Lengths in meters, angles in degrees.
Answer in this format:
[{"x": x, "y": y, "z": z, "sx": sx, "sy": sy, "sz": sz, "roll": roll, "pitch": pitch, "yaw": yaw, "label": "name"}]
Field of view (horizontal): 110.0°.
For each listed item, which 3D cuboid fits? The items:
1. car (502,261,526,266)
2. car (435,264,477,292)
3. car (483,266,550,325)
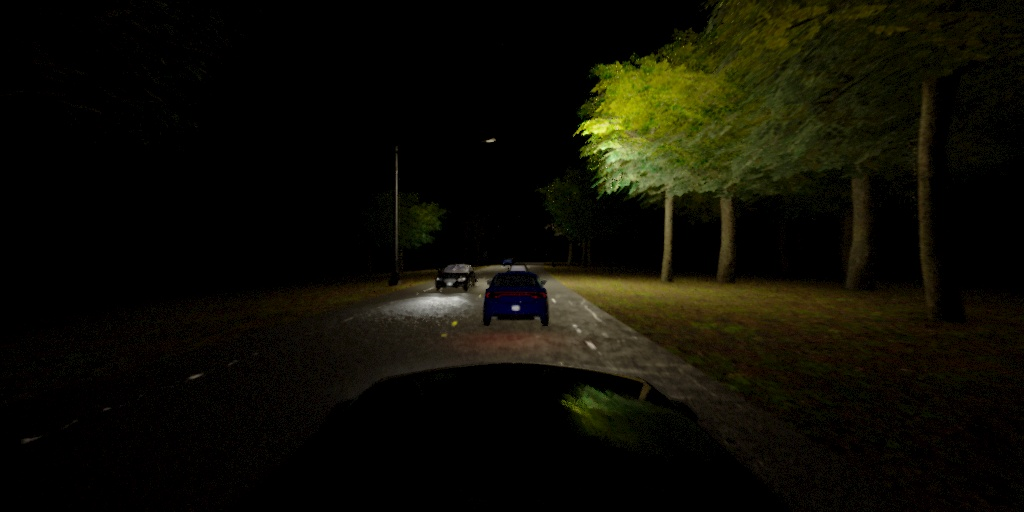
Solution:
[{"x": 0.504, "y": 1.326, "z": 28.216, "sx": 1.994, "sy": 1.385, "sz": 4.181, "roll": 0, "pitch": 0, "yaw": 2, "label": "car"}, {"x": -3.260, "y": 1.248, "z": 21.609, "sx": 2.128, "sy": 1.511, "sz": 4.902, "roll": 0, "pitch": 0, "yaw": 2, "label": "car"}, {"x": 0.146, "y": 1.232, "z": 11.863, "sx": 1.882, "sy": 1.535, "sz": 5.008, "roll": 0, "pitch": -1, "yaw": 1, "label": "car"}]
